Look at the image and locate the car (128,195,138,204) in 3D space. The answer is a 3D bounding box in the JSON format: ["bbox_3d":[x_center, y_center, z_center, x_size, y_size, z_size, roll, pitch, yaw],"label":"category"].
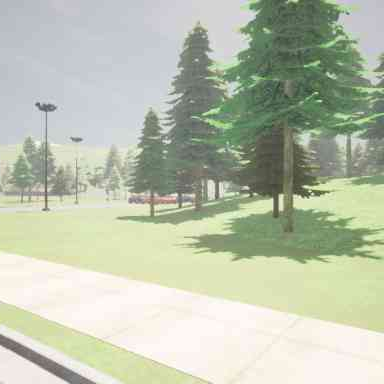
[{"bbox_3d":[-9.988,1.352,63.682,2.097,1.767,4.553,0,0,37],"label":"car"}]

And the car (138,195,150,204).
[{"bbox_3d":[-7.226,1.352,61.608,2.097,1.767,4.553,0,0,37],"label":"car"}]

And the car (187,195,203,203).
[{"bbox_3d":[1.509,1.564,67.696,1.994,1.385,4.181,0,0,36],"label":"car"}]

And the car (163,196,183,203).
[{"bbox_3d":[-4.092,1.554,71.876,1.994,1.385,4.181,0,0,36],"label":"car"}]

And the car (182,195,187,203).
[{"bbox_3d":[-1.578,1.352,69.406,2.097,1.767,4.553,0,0,36],"label":"car"}]

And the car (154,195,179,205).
[{"bbox_3d":[-4.525,1.352,59.372,2.097,1.767,4.553,0,0,37],"label":"car"}]
